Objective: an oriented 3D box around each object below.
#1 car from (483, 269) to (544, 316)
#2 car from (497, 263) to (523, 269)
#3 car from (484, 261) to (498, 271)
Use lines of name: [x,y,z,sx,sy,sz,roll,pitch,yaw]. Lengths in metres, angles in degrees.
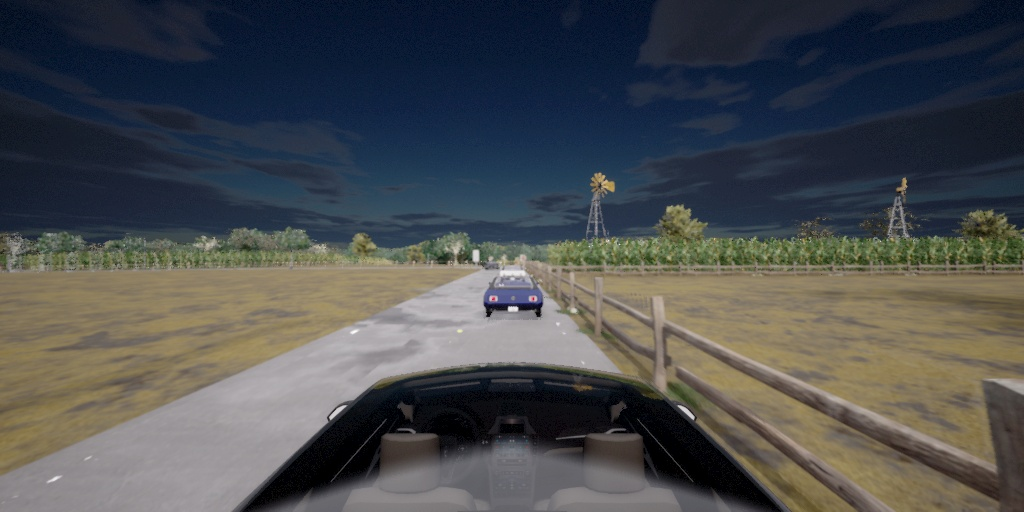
car: [0.058,1.337,13.180,1.895,1.301,4.718,0,0,0]
car: [0.049,1.359,28.179,1.895,1.301,4.718,0,0,0]
car: [-2.848,1.440,51.558,1.994,1.385,4.181,0,0,0]
